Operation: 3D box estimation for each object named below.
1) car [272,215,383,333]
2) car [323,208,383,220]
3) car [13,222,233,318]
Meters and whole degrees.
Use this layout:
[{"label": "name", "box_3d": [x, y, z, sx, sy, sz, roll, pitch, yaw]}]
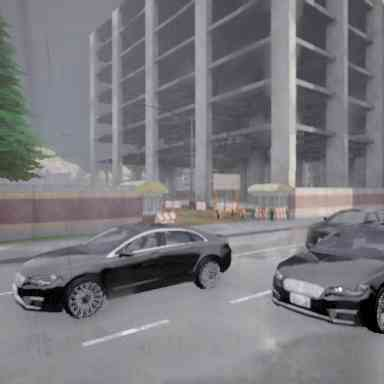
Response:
[{"label": "car", "box_3d": [3.680, 1.473, 6.858, 4.902, 1.511, 2.128, 0, 0, -38]}, {"label": "car", "box_3d": [6.673, 1.440, 13.581, 5.008, 1.535, 1.882, 0, 0, -38]}, {"label": "car", "box_3d": [-1.245, 1.485, 7.486, 4.902, 1.511, 2.128, 0, 0, -37]}]
